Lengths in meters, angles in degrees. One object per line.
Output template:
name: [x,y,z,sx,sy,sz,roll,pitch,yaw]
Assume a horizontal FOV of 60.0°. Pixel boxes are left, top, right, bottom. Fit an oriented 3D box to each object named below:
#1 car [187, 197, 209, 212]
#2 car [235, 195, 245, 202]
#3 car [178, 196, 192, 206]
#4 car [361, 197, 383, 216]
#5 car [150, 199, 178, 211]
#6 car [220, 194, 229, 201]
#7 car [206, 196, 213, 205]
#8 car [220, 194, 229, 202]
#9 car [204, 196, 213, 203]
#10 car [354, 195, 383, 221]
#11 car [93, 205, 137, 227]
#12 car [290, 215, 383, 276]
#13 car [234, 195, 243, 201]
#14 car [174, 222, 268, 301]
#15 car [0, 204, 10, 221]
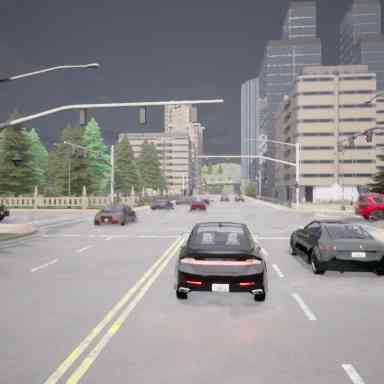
car: [0.700,1.601,39.617,1.895,1.301,4.718,0,0,0]
car: [11.002,1.591,76.141,1.895,1.301,4.718,0,0,5]
car: [-1.557,1.564,56.106,1.994,1.385,4.181,0,0,6]
car: [19.180,1.352,32.156,4.553,1.767,2.097,0,0,7]
car: [-3.579,1.564,40.744,1.994,1.385,4.181,0,0,13]
car: [8.409,1.353,85.751,2.097,1.767,4.553,0,0,5]
car: [2.148,1.601,58.021,1.895,1.301,4.718,0,0,6]
car: [7.612,1.549,77.449,1.994,1.385,4.181,0,0,5]
car: [3.666,1.595,72.974,1.895,1.301,4.718,0,0,5]
car: [15.311,1.221,25.173,5.566,2.045,2.150,0,0,7]
car: [-5.172,1.564,22.837,1.994,1.385,4.181,0,0,6]
car: [4.404,1.564,10.446,1.994,1.385,4.181,0,0,5]
car: [11.896,1.537,85.447,2.033,1.411,5.357,0,0,5]
car: [0.710,1.492,8.339,2.128,1.511,4.902,0,0,5]
car: [-16.619,1.221,24.784,5.566,2.045,2.150,0,0,7]
